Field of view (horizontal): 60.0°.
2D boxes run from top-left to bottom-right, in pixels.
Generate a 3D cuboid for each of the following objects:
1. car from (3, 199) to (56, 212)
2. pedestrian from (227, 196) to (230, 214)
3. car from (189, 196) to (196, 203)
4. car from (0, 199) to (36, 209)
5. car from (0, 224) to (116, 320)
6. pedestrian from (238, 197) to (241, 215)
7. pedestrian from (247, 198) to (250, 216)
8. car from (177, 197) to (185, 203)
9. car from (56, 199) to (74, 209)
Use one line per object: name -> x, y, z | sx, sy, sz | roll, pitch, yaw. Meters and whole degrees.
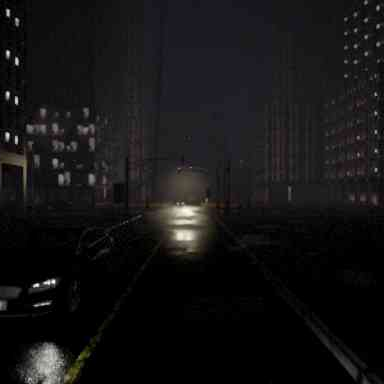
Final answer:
car -> -18.848, 1.663, 38.682 | 4.829, 1.417, 1.752 | 0, -1, -1
pedestrian -> 3.677, 1.359, 34.219 | 0.375, 1.860, 0.375 | 0, -1, 0
car -> 0.107, 2.123, 88.280 | 1.895, 1.301, 4.718 | 0, 0, 0
car -> -24.825, 1.740, 47.201 | 4.403, 1.369, 2.008 | 0, -1, -1
car -> -3.092, 1.542, 7.704 | 2.128, 1.511, 4.902 | 0, 0, 0
pedestrian -> 4.675, 1.383, 33.017 | 0.375, 1.860, 0.375 | 0, -1, 0
pedestrian -> 5.676, 1.444, 33.616 | 0.375, 1.860, 0.375 | 0, -1, 0
car -> -2.895, 2.093, 85.979 | 1.994, 1.385, 4.181 | 0, 0, 0
car -> -19.148, 1.664, 47.319 | 4.097, 1.590, 1.967 | 0, -1, -1
